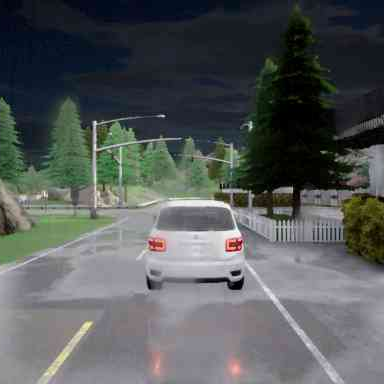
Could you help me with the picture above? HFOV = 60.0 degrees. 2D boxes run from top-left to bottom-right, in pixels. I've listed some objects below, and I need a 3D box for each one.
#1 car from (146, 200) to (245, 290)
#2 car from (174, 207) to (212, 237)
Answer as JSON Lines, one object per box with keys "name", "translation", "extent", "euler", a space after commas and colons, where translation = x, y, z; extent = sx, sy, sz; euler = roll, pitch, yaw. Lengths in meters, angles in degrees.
{"name": "car", "translation": [0.064, 1.221, 9.214], "extent": [2.150, 2.045, 5.566], "euler": [0, 0, 0]}
{"name": "car", "translation": [0.018, 1.601, 18.977], "extent": [1.895, 1.301, 4.718], "euler": [0, 0, 0]}
